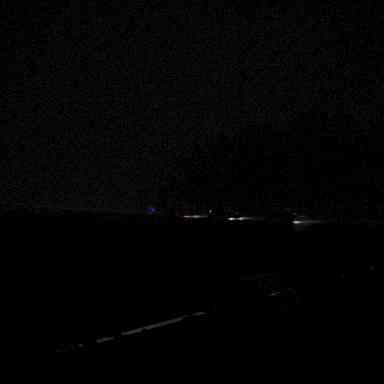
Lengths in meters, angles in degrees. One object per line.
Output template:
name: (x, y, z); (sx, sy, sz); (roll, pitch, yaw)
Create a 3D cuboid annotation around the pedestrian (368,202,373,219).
pedestrian: (18.911, 1.917, 35.292); (0.375, 1.860, 0.375); (-2, 1, -33)

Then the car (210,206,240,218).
car: (4.270, 2.581, 43.776); (1.837, 1.490, 4.892); (1, -2, -33)

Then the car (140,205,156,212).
car: (-9.418, 3.569, 71.262); (1.812, 1.442, 4.674); (1, -2, -33)

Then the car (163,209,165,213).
car: (-3.704, 3.347, 62.699); (1.895, 1.301, 4.718); (1, -2, -33)

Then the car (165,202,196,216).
car: (-1.591, 2.644, 52.755); (2.150, 2.045, 5.566); (1, -2, -33)

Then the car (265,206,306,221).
car: (9.793, 2.259, 35.342); (1.812, 1.442, 4.674); (1, -2, -33)
